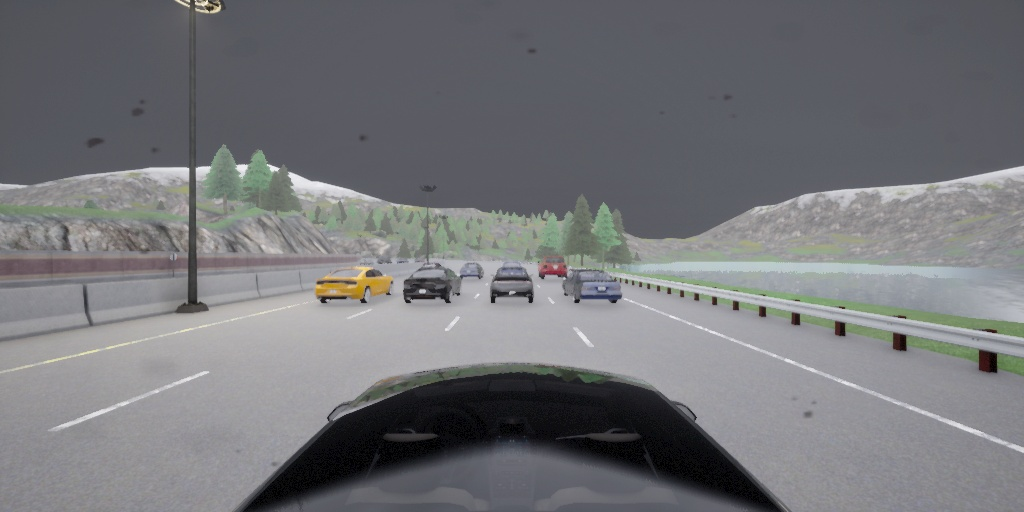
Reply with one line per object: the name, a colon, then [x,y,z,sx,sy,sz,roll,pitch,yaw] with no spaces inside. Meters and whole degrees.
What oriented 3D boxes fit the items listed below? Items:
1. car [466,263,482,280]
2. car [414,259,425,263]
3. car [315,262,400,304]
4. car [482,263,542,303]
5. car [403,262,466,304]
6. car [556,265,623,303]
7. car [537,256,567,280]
car: [-3.500,1.313,31.500,2.033,1.411,5.357,0,0,0]
car: [-7.000,1.283,31.500,1.812,1.442,4.674,0,0,0]
car: [-7.000,1.235,16.500,1.882,1.535,5.008,0,0,0]
car: [0.000,1.245,16.500,2.128,1.511,4.902,0,0,0]
car: [-3.500,1.235,16.500,1.882,1.535,5.008,0,0,0]
car: [3.500,1.313,16.500,2.033,1.411,5.357,0,0,0]
car: [3.500,1.008,31.530,2.150,2.045,5.566,0,0,0]
